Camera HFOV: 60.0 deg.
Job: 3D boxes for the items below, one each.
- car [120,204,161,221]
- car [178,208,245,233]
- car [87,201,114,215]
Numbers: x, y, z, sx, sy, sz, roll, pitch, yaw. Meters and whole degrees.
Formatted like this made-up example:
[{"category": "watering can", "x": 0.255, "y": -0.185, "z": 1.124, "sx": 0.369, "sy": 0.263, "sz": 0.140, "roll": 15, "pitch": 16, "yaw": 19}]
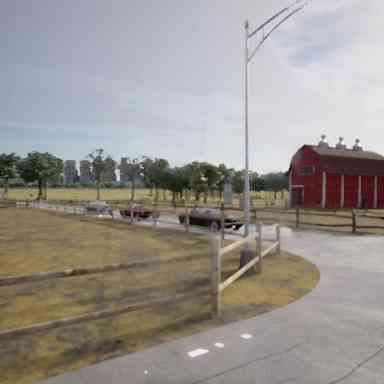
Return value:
[{"category": "car", "x": -4.617, "y": 1.758, "z": 29.301, "sx": 1.895, "sy": 1.301, "sz": 4.718, "roll": -1, "pitch": 0, "yaw": -35}, {"category": "car", "x": 1.147, "y": 1.730, "z": 21.163, "sx": 1.895, "sy": 1.301, "sz": 4.718, "roll": -1, "pitch": 0, "yaw": -36}, {"category": "car", "x": -10.537, "y": 1.746, "z": 37.705, "sx": 1.812, "sy": 1.442, "sz": 4.674, "roll": -1, "pitch": 0, "yaw": -35}]
